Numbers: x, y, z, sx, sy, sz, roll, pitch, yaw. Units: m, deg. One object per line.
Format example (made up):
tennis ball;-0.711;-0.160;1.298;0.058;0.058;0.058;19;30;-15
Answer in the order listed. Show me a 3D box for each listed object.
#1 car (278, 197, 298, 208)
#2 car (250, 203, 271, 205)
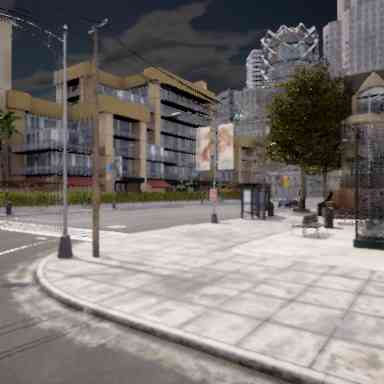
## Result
car;14.059;1.523;48.597;1.812;1.442;4.674;0;0;36
car;9.761;1.543;48.611;2.033;1.411;5.357;0;0;35
